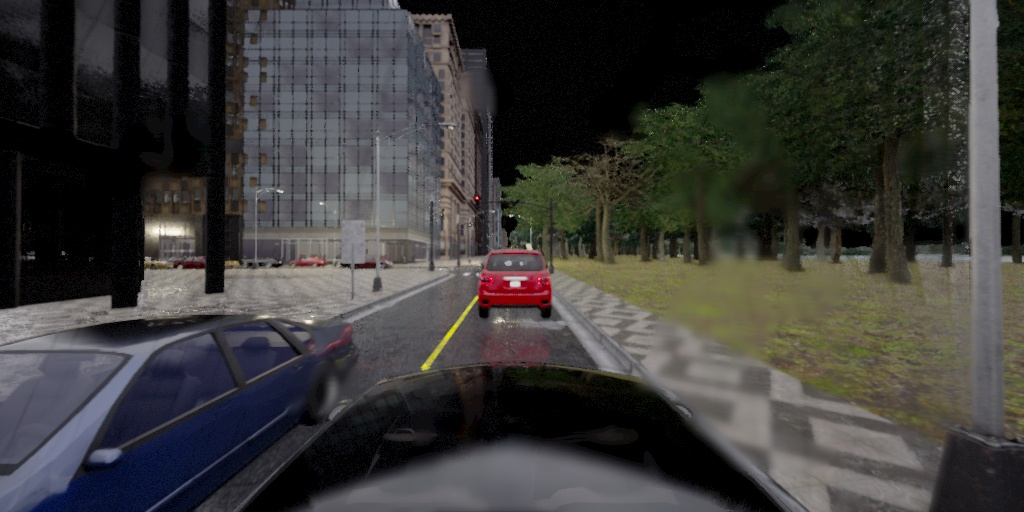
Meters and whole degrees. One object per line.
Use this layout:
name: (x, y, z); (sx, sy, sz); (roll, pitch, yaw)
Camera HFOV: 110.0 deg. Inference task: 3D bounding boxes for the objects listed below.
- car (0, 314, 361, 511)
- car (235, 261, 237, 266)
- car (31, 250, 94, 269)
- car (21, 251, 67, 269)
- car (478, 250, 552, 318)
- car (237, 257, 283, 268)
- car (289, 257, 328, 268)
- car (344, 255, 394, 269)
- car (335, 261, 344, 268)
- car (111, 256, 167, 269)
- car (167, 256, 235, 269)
car: (-3.100, 1.278, 2.909); (2.033, 1.411, 5.357); (0, 1, 0)
car: (-35.635, 0.764, 43.169); (4.829, 1.417, 1.751); (0, 0, 0)
car: (-47.408, 0.414, 37.380); (5.566, 2.045, 2.150); (0, -1, 0)
car: (-46.435, 0.600, 34.629); (4.097, 1.591, 1.967); (0, 0, 0)
car: (0.093, 0.800, 12.289); (2.150, 2.045, 5.566); (0, 1, 0)
car: (-29.978, 0.801, 43.176); (4.313, 1.339, 1.948); (0, 0, 0)
car: (-24.491, 0.814, 43.184); (4.207, 1.307, 1.802); (0, 0, 0)
car: (-13.540, 0.581, 34.674); (4.097, 1.591, 1.967); (0, 0, -1)
car: (-19.005, 0.795, 43.191); (4.313, 1.339, 1.948); (0, 0, 0)
car: (-35.289, 0.680, 34.644); (4.829, 1.417, 1.751); (0, 0, 0)
car: (-29.971, 0.696, 34.652); (4.507, 1.381, 1.888); (0, 0, 0)
